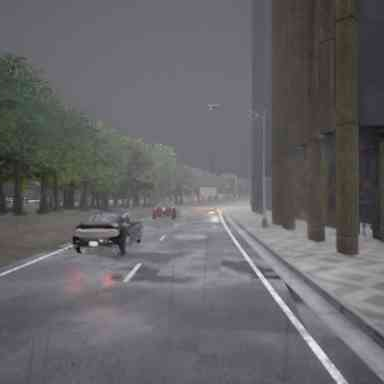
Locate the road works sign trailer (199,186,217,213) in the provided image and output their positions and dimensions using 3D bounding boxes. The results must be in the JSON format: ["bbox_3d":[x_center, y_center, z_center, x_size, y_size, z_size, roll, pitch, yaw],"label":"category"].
[{"bbox_3d":[2.124,1.003,43.986,2.380,3.560,2.880,0,-2,0],"label":"road works sign trailer"}]

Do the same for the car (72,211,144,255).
[{"bbox_3d":[-3.170,1.506,13.372,2.128,1.511,4.902,0,0,2],"label":"car"}]

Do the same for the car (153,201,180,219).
[{"bbox_3d":[-2.337,1.588,31.305,2.097,1.767,4.553,0,-1,4],"label":"car"}]
